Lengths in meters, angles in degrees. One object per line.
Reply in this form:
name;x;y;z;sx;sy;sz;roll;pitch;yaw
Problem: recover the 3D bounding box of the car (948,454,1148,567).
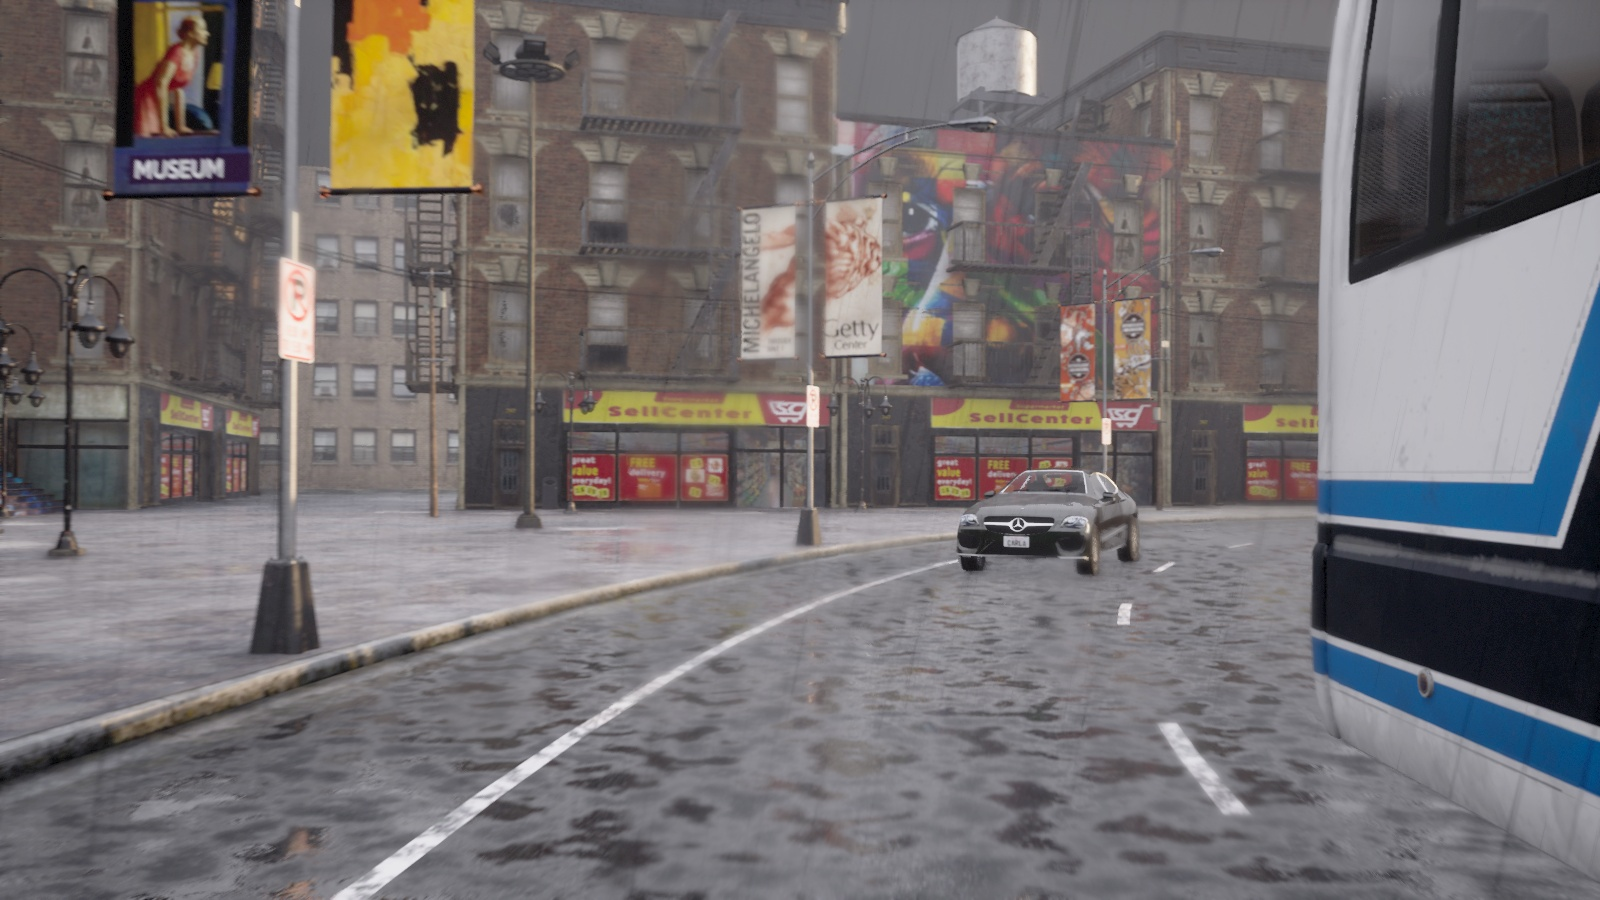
car;4.306;0.932;21.070;2.152;1.651;5.027;-1;-1;25
